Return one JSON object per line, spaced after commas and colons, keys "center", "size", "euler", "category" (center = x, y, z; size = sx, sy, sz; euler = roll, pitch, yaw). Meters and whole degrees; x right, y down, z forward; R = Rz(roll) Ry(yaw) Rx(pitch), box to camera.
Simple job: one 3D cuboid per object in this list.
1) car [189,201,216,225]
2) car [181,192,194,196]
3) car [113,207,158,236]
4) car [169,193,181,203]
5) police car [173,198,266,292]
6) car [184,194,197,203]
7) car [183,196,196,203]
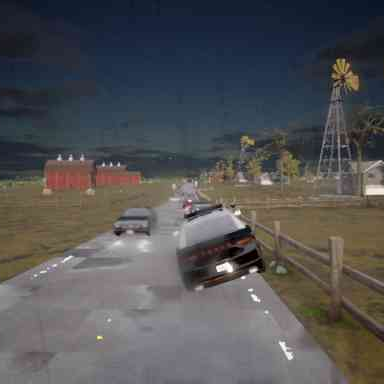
{"center": [0.714, 1.471, 25.149], "size": [1.837, 1.490, 4.892], "euler": [0, 0, 0], "category": "car"}
{"center": [-0.195, 1.237, 47.063], "size": [2.097, 1.767, 4.553], "euler": [0, 0, 0], "category": "car"}
{"center": [-2.930, 1.525, 18.439], "size": [2.033, 1.411, 5.357], "euler": [0, 0, 0], "category": "car"}
{"center": [-3.089, 1.322, 60.351], "size": [1.895, 1.301, 4.718], "euler": [0, 1, 0], "category": "car"}
{"center": [0.529, 1.199, 9.227], "size": [1.930, 1.638, 5.238], "euler": [-18, 3, 0], "category": "police car"}
{"center": [-0.269, 1.209, 60.581], "size": [2.128, 1.511, 4.902], "euler": [0, 1, 0], "category": "car"}
{"center": [0.667, 1.308, 19.108], "size": [2.097, 1.767, 4.553], "euler": [-1, 0, 0], "category": "car"}
